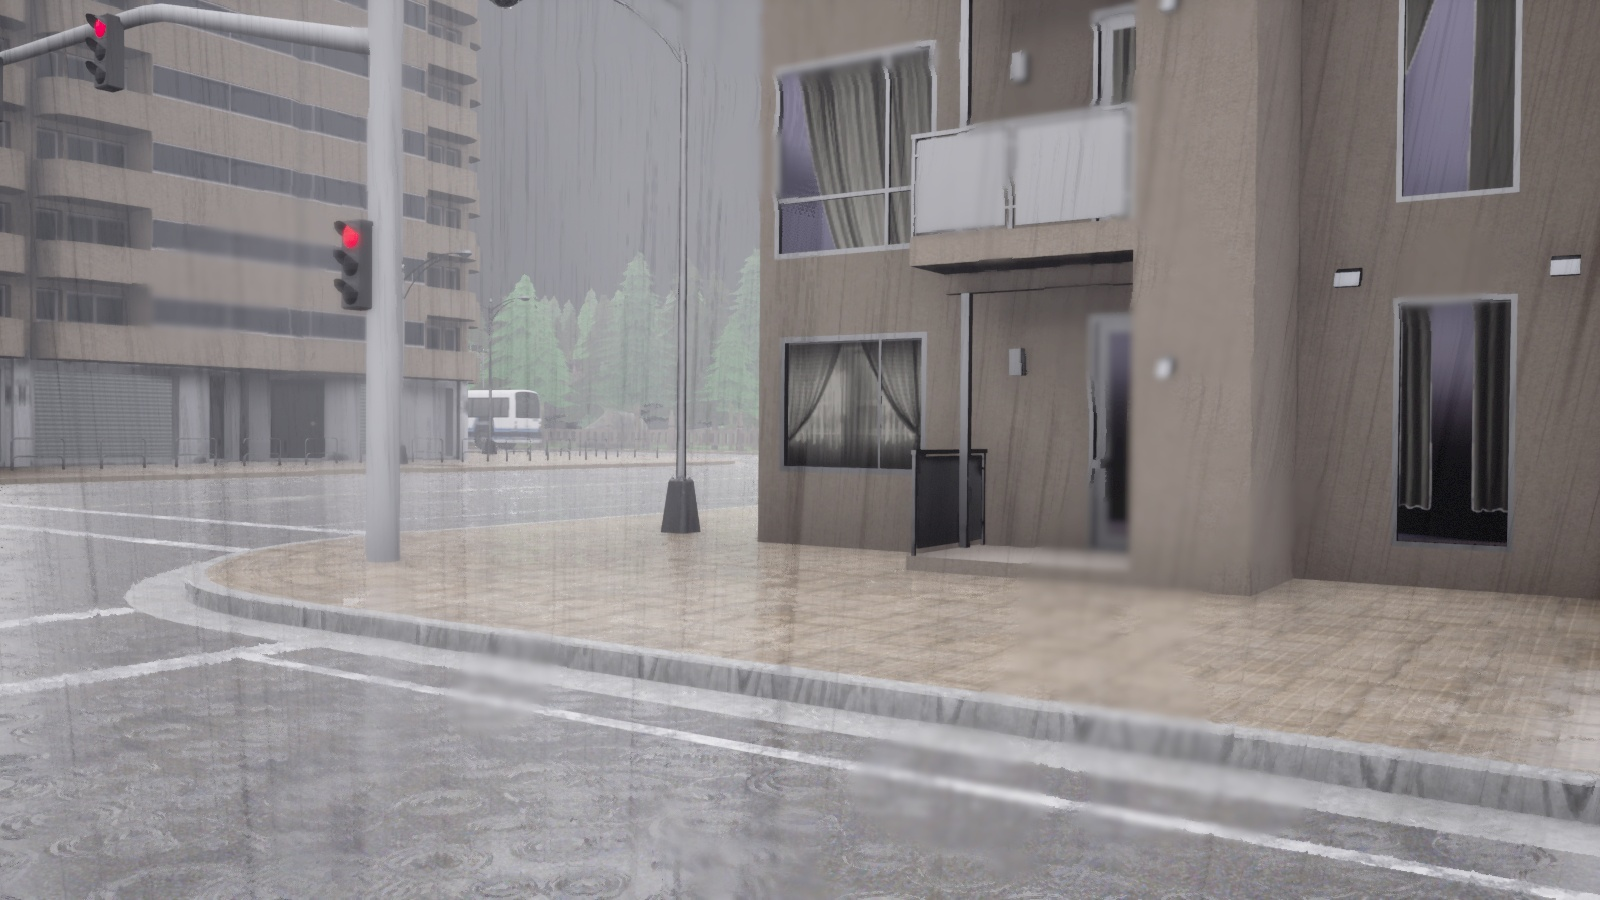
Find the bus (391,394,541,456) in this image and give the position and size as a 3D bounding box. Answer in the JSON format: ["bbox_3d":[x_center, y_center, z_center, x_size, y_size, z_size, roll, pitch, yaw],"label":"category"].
[{"bbox_3d":[-24.051,-1.715,90.279,10.273,4.253,3.944,0,1,25],"label":"bus"}]
